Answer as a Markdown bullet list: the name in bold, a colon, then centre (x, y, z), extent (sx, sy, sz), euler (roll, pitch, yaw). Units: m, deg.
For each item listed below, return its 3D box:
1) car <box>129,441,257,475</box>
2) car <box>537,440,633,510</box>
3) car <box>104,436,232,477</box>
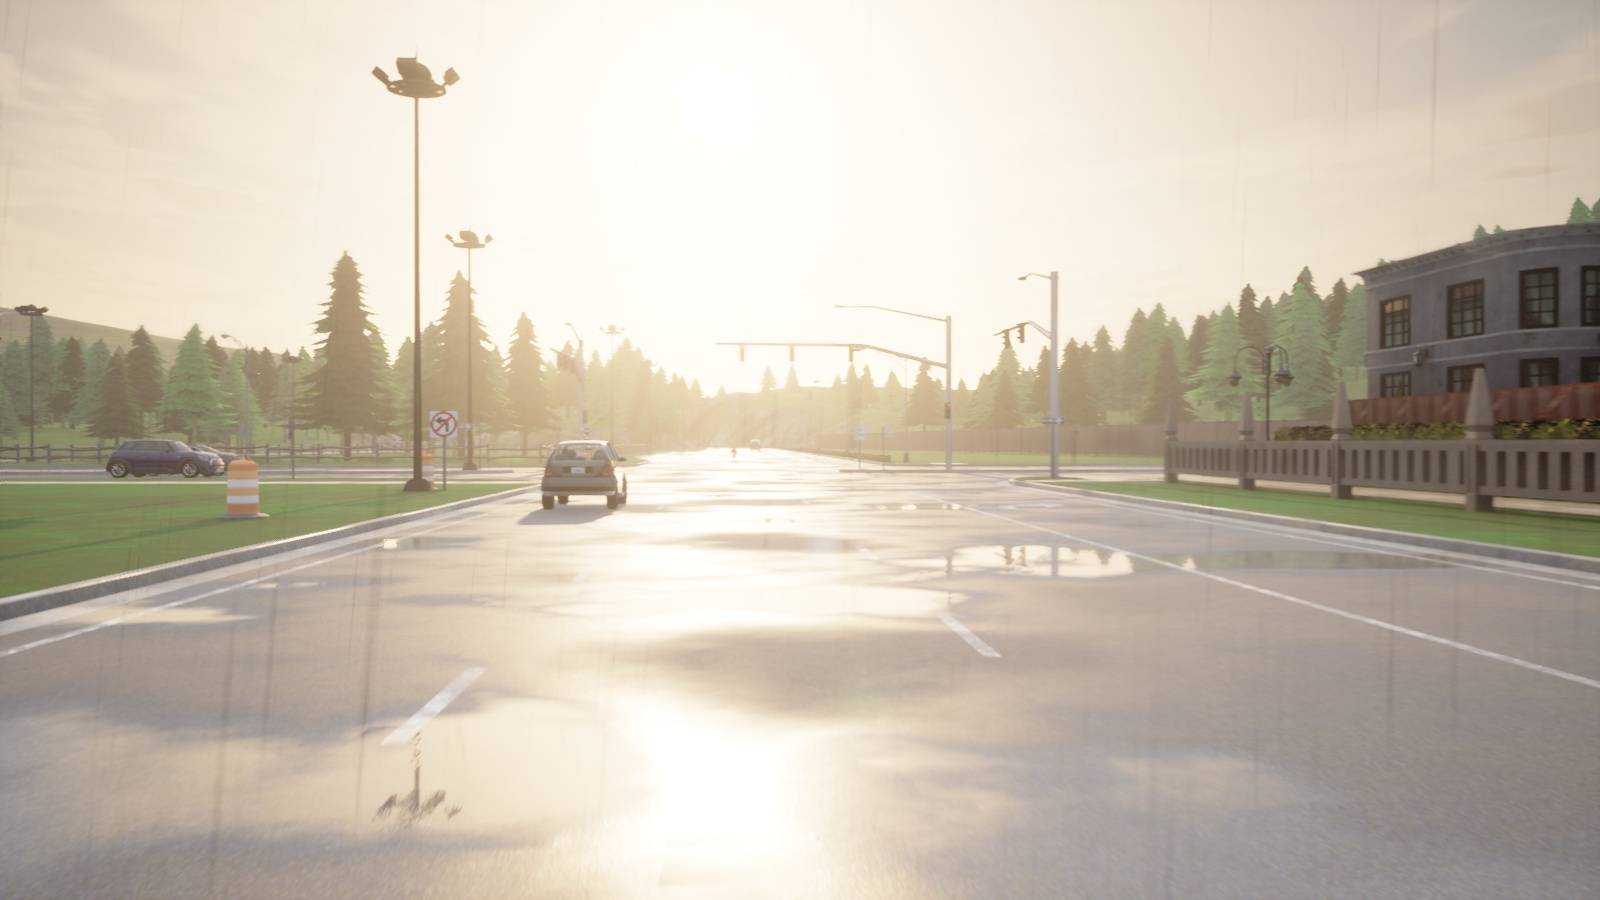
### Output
- **car**: centre (-28.156, 0.361, 58.395), extent (4.902, 1.511, 2.128), euler (0, 0, -2)
- **car**: centre (-4.956, 0.553, 29.384), extent (1.789, 1.549, 3.705), euler (0, 0, -3)
- **car**: centre (-27.569, 0.283, 54.915), extent (4.553, 1.767, 2.097), euler (0, 0, -2)
